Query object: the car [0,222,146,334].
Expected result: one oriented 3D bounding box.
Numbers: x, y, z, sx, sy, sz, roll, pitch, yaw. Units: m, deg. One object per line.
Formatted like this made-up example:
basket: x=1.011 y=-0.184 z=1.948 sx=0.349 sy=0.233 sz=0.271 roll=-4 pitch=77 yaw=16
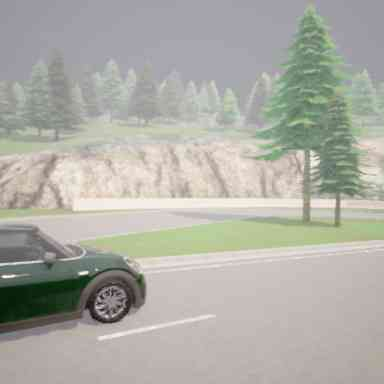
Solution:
car: x=-3.058 y=1.293 z=5.598 sx=4.553 sy=1.767 sz=2.097 roll=1 pitch=0 yaw=-34
